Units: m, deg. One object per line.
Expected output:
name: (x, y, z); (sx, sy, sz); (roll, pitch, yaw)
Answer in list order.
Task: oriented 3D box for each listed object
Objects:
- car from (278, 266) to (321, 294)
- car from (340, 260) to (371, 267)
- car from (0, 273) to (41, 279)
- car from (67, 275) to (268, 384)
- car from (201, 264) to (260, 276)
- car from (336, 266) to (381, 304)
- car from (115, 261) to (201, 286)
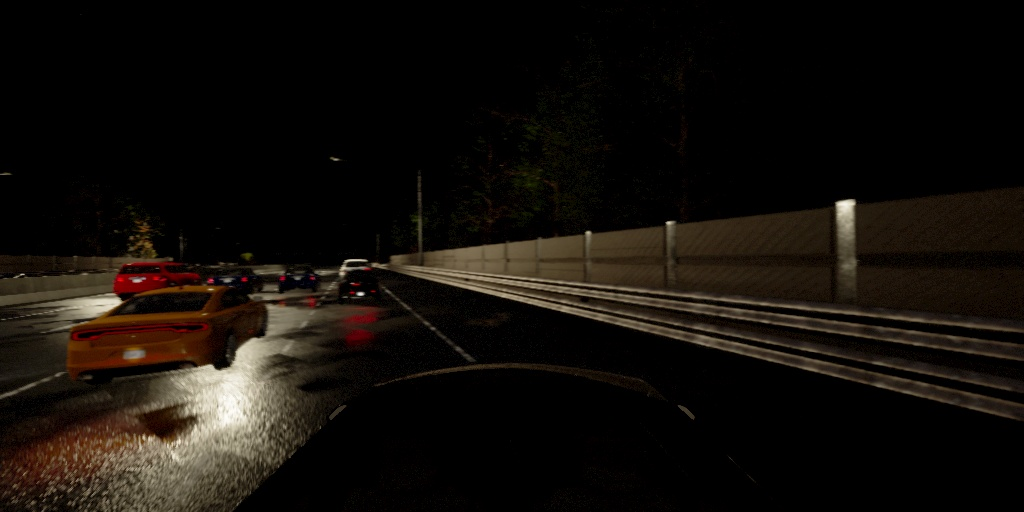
car: (-14.113, 1.453, 24.067); (2.097, 1.767, 4.553); (-1, 0, -24)
car: (-12.985, 1.333, 29.850); (2.150, 2.045, 5.566); (-1, 0, -24)
car: (-33.330, 1.932, 23.681); (1.837, 1.490, 4.892); (-1, -1, -24)
car: (-6.752, 1.371, 7.705); (1.882, 1.535, 5.008); (-1, 0, -24)
car: (-17.306, 1.500, 22.633); (2.097, 1.767, 4.553); (-1, 0, -24)
car: (-7.780, 1.468, 18.277); (1.837, 1.490, 4.892); (-1, 0, -24)
car: (-20.335, 1.411, 20.836); (2.150, 2.045, 5.566); (-1, 0, -24)
